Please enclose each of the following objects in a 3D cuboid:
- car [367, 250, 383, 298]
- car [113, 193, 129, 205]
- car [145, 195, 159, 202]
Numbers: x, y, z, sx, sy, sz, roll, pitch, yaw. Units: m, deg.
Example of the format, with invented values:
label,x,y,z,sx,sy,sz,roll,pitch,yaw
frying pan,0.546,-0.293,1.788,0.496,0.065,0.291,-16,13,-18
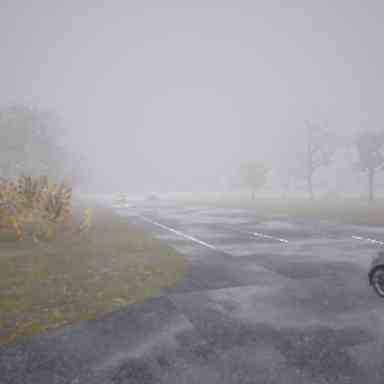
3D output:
label,x,y,z,sx,sy,sz,roll,pitch,yaw
car,5.276,1.509,5.767,1.994,1.385,4.181,-1,0,-19
car,-12.251,1.223,57.819,2.097,1.767,4.553,-1,0,-18
car,-8.121,1.266,67.481,2.033,1.411,5.357,-1,0,-19
